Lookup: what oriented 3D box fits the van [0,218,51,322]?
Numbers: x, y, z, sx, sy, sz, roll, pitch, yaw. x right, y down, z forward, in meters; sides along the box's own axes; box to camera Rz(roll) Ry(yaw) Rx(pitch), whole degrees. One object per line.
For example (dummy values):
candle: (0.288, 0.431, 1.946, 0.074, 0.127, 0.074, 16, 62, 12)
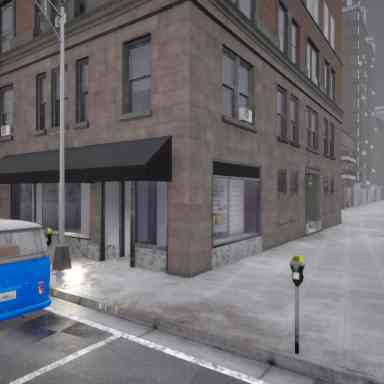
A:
van: (-4.308, 1.340, 6.092, 3.998, 1.788, 1.690, 0, 0, 35)
